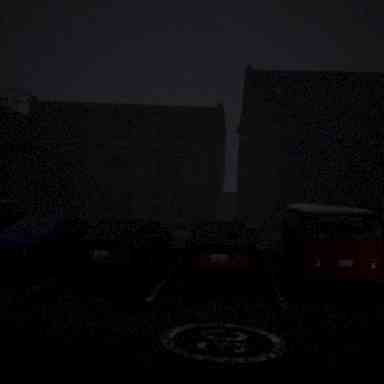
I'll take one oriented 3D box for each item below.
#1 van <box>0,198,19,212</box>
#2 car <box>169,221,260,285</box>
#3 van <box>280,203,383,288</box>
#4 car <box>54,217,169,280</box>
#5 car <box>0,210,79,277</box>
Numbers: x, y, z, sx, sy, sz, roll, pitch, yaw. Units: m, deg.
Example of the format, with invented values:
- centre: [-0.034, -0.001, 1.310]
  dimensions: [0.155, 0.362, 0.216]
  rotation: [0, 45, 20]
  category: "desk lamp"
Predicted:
- centre: [-7.411, 1.212, 11.009]
  dimensions: [1.878, 1.987, 4.442]
  rotation: [1, 0, 7]
  category: "van"
- centre: [0.917, 1.565, 9.860]
  dimensions: [2.163, 1.488, 4.792]
  rotation: [1, 0, 7]
  category: "car"
- centre: [3.712, 1.343, 9.594]
  dimensions: [1.878, 1.987, 4.442]
  rotation: [1, 0, 7]
  category: "van"
- centre: [-1.863, 1.532, 10.214]
  dimensions: [2.163, 1.488, 4.792]
  rotation: [1, 0, 7]
  category: "car"
- centre: [-4.647, 1.469, 10.544]
  dimensions: [2.097, 1.535, 5.008]
  rotation: [1, 0, 7]
  category: "car"
